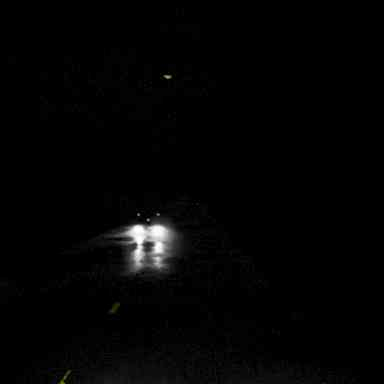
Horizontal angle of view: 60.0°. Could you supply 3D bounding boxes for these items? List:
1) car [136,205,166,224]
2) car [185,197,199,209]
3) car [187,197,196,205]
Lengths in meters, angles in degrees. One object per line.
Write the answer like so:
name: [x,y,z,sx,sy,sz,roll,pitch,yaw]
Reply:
car: [-3.138,1.719,26.155,1.895,1.301,4.718,0,0,0]
car: [0.025,1.789,49.191,2.033,1.411,5.357,0,0,0]
car: [-0.104,1.849,70.493,1.882,1.535,5.008,0,0,0]
